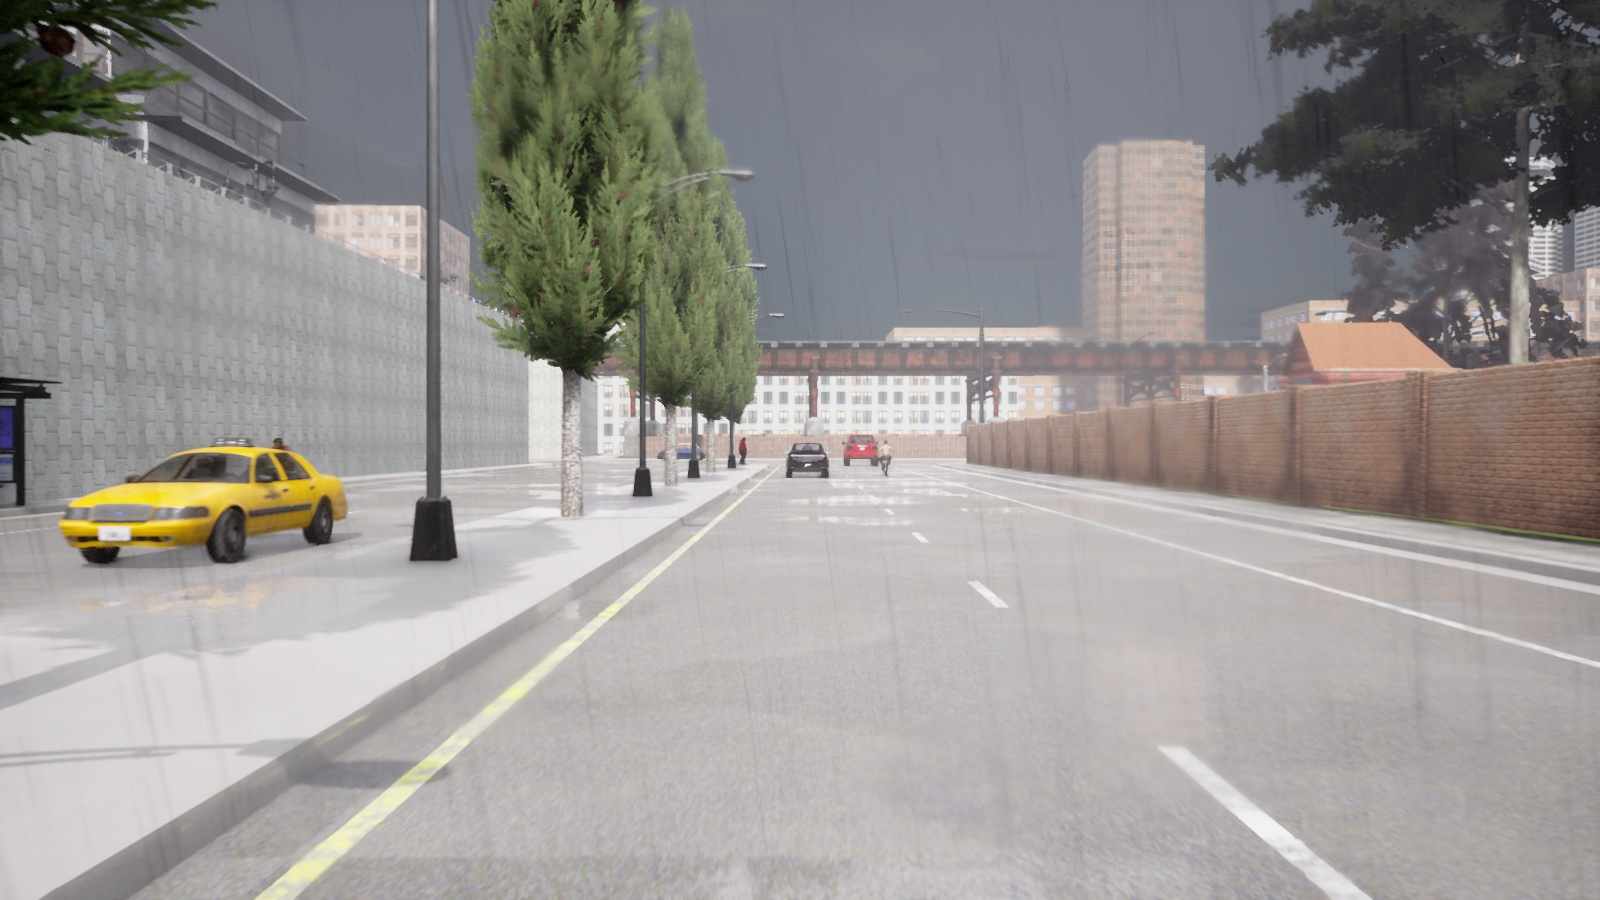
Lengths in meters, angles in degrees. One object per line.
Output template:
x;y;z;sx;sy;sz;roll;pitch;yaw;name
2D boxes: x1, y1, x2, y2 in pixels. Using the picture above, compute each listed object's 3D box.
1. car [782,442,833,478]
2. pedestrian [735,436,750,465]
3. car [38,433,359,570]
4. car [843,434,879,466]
0.330;0.391;55.287;2.128;1.511;4.902;0;0;0;car
-3.634;0.039;79.743;0.899;1.844;0.634;0;0;-9;pedestrian
-7.887;0.582;17.182;1.801;1.575;5.366;0;0;0;car
3.989;0.003;82.657;2.150;2.045;5.566;0;0;0;car
